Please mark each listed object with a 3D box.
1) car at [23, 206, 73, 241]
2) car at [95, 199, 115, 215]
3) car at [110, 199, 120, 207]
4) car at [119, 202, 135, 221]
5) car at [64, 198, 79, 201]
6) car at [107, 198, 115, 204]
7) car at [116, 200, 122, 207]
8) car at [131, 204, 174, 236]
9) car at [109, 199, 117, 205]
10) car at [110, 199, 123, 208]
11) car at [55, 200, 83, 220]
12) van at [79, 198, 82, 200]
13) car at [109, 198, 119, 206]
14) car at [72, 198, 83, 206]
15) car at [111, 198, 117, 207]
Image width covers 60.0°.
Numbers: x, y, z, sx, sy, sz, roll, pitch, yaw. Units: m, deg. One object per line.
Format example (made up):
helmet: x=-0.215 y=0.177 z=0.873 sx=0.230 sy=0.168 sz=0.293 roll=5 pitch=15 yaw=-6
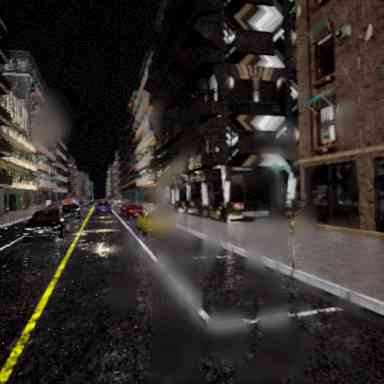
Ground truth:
car: x=-8.047 y=1.768 z=18.652 sx=1.837 sy=1.490 sz=4.892 roll=-2 pitch=-1 yaw=-15
car: x=-10.692 y=1.930 z=40.150 sx=1.812 sy=1.442 sz=4.674 roll=-2 pitch=0 yaw=-16
car: x=-15.793 y=2.191 z=68.255 sx=1.887 sy=1.381 sz=4.507 roll=-2 pitch=0 yaw=-16
car: x=-5.206 y=1.760 z=30.061 sx=1.887 sy=1.381 sz=4.507 roll=-2 pitch=0 yaw=-16
car: x=-22.365 y=2.121 z=60.579 sx=2.192 sy=1.841 sz=5.009 roll=-2 pitch=0 yaw=-16
car: x=-21.845 y=2.358 z=90.074 sx=1.967 sy=1.590 sz=4.097 roll=-2 pitch=0 yaw=-16
car: x=-6.718 y=1.821 z=35.516 sx=1.887 sy=1.381 sz=4.507 roll=-2 pitch=0 yaw=-16
car: x=-2.227 y=1.625 z=19.315 sx=1.752 sy=1.417 sz=4.829 roll=-2 pitch=0 yaw=-16
car: x=-18.817 y=2.357 z=79.166 sx=1.802 sy=1.307 sz=4.206 roll=-2 pitch=0 yaw=-16
car: x=-14.280 y=2.135 z=62.798 sx=2.008 sy=1.369 sz=4.403 roll=-2 pitch=0 yaw=-16
car: x=-11.934 y=1.918 z=32.799 sx=1.837 sy=1.490 sz=4.892 roll=-2 pitch=0 yaw=-15
van: x=-26.902 y=2.337 z=76.947 sx=1.690 sy=1.788 sz=3.998 roll=-2 pitch=0 yaw=-16
car: x=-17.308 y=2.150 z=73.709 sx=1.967 sy=1.590 sz=4.097 roll=-2 pitch=0 yaw=-16
car: x=-28.415 y=2.382 z=82.401 sx=2.192 sy=1.841 sz=5.009 roll=-2 pitch=0 yaw=-16
car: x=-12.768 y=2.074 z=57.342 sx=2.008 sy=1.369 sz=4.403 roll=-2 pitch=0 yaw=-16
